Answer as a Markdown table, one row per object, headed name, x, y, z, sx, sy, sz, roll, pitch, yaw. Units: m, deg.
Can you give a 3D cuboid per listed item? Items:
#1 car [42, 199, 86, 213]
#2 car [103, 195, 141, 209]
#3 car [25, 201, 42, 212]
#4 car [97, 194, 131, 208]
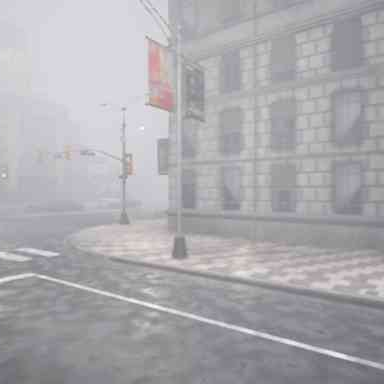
| name | x | y | z | sx | sy | sz | roll | pitch | yaw |
| --- | --- | --- | --- | --- | --- | --- | --- | --- | --- |
| car | -14.331 | 1.617 | 38.033 | 1.994 | 1.385 | 4.181 | 0 | 0 | 36 |
| car | -9.157 | 1.531 | 45.136 | 1.882 | 1.535 | 5.008 | 0 | 0 | 36 |
| car | -17.114 | 1.606 | 40.157 | 2.033 | 1.411 | 5.357 | 0 | 0 | 36 |
| car | -11.123 | 1.280 | 48.375 | 2.150 | 2.045 | 5.566 | 0 | 0 | 36 |
